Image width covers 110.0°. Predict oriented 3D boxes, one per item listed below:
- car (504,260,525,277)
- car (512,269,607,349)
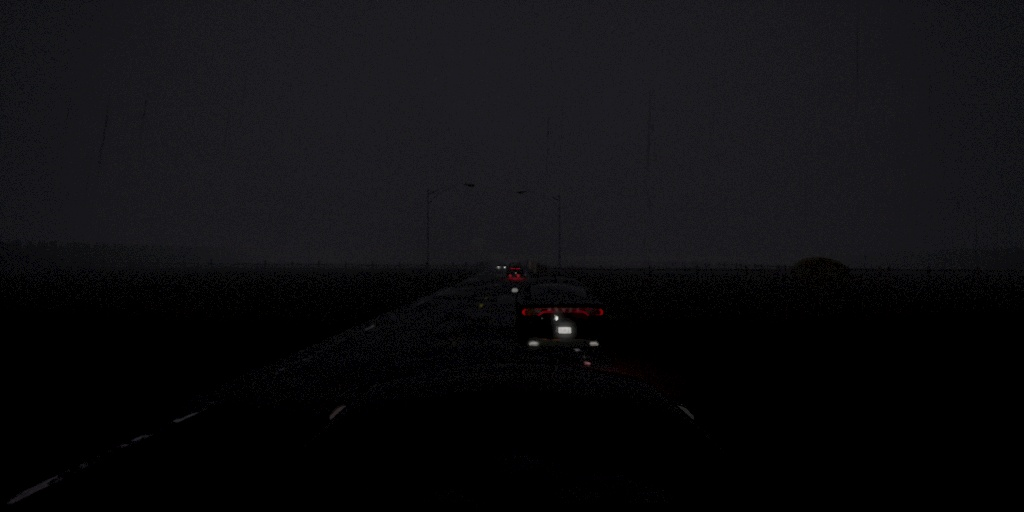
[{"bbox_3d":[0.330,1.465,38.460,1.837,1.490,4.892,0,0,-2],"label":"car"},{"bbox_3d":[1.018,1.272,9.289,1.882,1.535,5.008,0,0,0],"label":"car"}]
